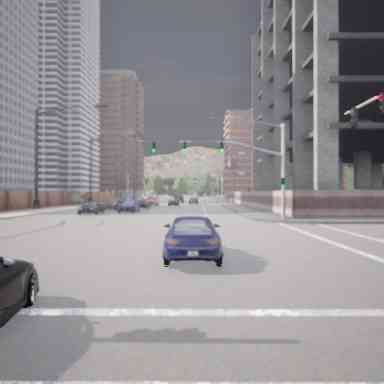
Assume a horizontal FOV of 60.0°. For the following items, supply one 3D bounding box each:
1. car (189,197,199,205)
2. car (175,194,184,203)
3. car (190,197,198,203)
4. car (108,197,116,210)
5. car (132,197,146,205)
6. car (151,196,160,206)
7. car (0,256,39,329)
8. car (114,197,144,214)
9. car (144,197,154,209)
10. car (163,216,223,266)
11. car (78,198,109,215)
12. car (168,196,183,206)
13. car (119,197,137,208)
[{"bbox_3d":[0.309,1.728,65.923,2.128,1.511,4.902,0,0,1],"label":"car"},{"bbox_3d":[-3.025,1.499,76.424,2.150,2.045,5.566,0,0,1],"label":"car"},{"bbox_3d":[0.474,1.797,76.318,1.812,1.442,4.674,0,0,1],"label":"car"},{"bbox_3d":[-10.621,1.511,44.408,2.097,1.767,4.553,0,0,1],"label":"car"},{"bbox_3d":[-10.212,1.709,64.714,1.882,1.535,5.008,0,0,1],"label":"car"},{"bbox_3d":[-6.845,1.558,57.508,2.097,1.767,4.553,0,0,1],"label":"car"},{"bbox_3d":[-3.943,1.583,5.214,1.994,1.385,4.181,0,0,-8],"label":"car"},{"bbox_3d":[-7.213,1.615,38.356,1.882,1.535,5.008,0,0,1],"label":"car"},{"bbox_3d":[-7.058,1.772,47.699,1.895,1.301,4.718,0,0,1],"label":"car"},{"bbox_3d":[0.011,1.568,11.621,1.812,1.442,4.674,0,0,0],"label":"car"},{"bbox_3d":[-10.747,1.692,35.847,1.994,1.385,4.181,0,0,1],"label":"car"},{"bbox_3d":[-3.188,1.815,59.860,1.895,1.301,4.718,0,0,1],"label":"car"},{"bbox_3d":[-10.420,1.673,54.537,1.882,1.535,5.008,0,0,2],"label":"car"}]
